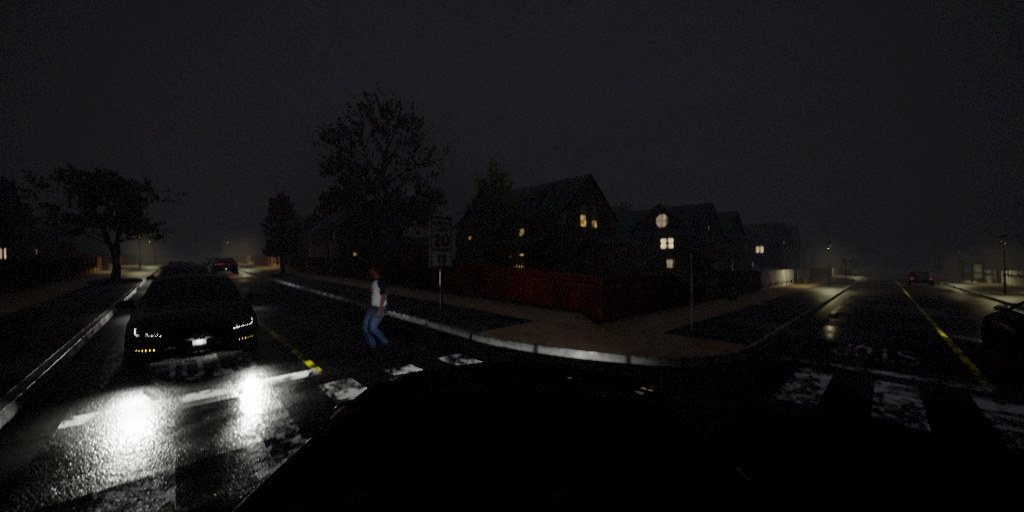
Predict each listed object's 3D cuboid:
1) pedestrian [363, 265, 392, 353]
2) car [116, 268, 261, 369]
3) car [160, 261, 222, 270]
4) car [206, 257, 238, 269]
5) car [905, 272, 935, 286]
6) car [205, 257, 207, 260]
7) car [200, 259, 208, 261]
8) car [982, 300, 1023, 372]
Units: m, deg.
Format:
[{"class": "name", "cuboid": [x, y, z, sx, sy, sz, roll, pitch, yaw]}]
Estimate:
[{"class": "pedestrian", "cuboid": [-2.711, 0.991, 7.310, 0.375, 1.860, 0.375, 1, -2, -43]}, {"class": "car", "cuboid": [-6.956, 1.186, 7.838, 1.837, 1.490, 4.892, 0, 1, -43]}, {"class": "car", "cuboid": [-13.452, 1.111, 14.768, 1.837, 1.490, 4.892, 0, 1, -43]}, {"class": "car", "cuboid": [-26.819, 0.932, 33.324, 1.837, 1.490, 4.892, 0, -1, -43]}, {"class": "car", "cuboid": [41.609, 2.291, 36.593, 5.357, 1.411, 2.033, 1, -2, -44]}, {"class": "car", "cuboid": [-36.208, 0.853, 43.332, 1.837, 1.490, 4.892, 0, 1, -43]}, {"class": "car", "cuboid": [-20.279, 1.096, 22.053, 1.994, 1.385, 4.181, 0, 1, -43]}, {"class": "car", "cuboid": [11.395, 1.533, 7.208, 1.994, 1.385, 4.181, -1, -2, 45]}]
